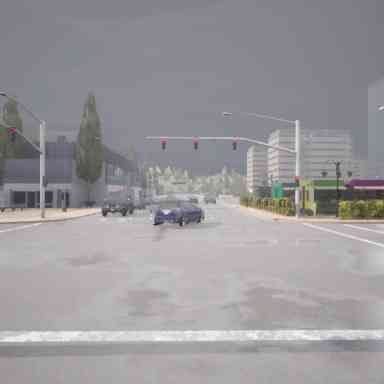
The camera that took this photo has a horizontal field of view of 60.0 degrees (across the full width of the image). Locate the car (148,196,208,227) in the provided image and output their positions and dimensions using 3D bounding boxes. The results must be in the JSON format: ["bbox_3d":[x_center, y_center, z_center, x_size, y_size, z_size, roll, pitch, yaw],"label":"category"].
[{"bbox_3d":[-0.815,1.352,22.986,2.097,1.767,4.553,0,0,23],"label":"car"}]

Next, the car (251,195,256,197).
[{"bbox_3d":[17.836,1.153,86.753,4.605,1.855,1.932,0,0,-1],"label":"car"}]

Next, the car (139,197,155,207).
[{"bbox_3d":[-7.050,1.564,52.232,1.994,1.385,4.181,0,0,0],"label":"car"}]

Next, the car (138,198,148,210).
[{"bbox_3d":[-7.067,1.491,42.275,2.128,1.511,4.902,0,0,0],"label":"car"}]

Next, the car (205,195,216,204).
[{"bbox_3d":[3.549,1.491,63.596,2.128,1.511,4.902,0,0,0],"label":"car"}]

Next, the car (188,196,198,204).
[{"bbox_3d":[0.156,1.477,62.470,1.882,1.535,5.008,0,0,0],"label":"car"}]

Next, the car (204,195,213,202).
[{"bbox_3d":[3.557,1.397,73.872,1.812,1.442,4.674,0,0,0],"label":"car"}]

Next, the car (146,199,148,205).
[{"bbox_3d":[-3.572,1.601,36.725,1.895,1.301,4.718,0,0,0],"label":"car"}]

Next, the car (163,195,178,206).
[{"bbox_3d":[-3.540,1.352,55.904,2.097,1.767,4.553,0,0,0],"label":"car"}]

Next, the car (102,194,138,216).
[{"bbox_3d":[-7.088,1.221,32.387,2.150,2.045,5.566,0,0,1],"label":"car"}]

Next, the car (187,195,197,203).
[{"bbox_3d":[0.058,1.524,74.170,2.128,1.511,4.902,0,0,0],"label":"car"}]
